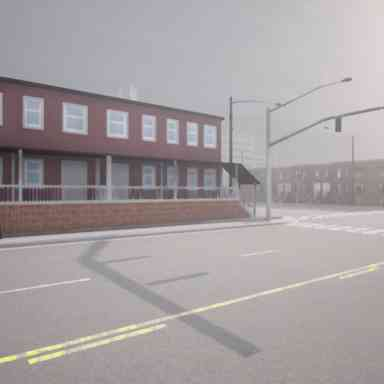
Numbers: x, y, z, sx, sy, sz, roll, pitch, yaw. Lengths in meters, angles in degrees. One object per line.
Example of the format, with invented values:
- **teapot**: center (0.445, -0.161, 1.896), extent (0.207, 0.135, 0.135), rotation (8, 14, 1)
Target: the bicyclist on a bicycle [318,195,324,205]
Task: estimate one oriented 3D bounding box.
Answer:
- **bicyclist on a bicycle**: center (20.340, 1.252, 52.365), extent (1.656, 1.620, 0.582), rotation (0, 0, -36)
